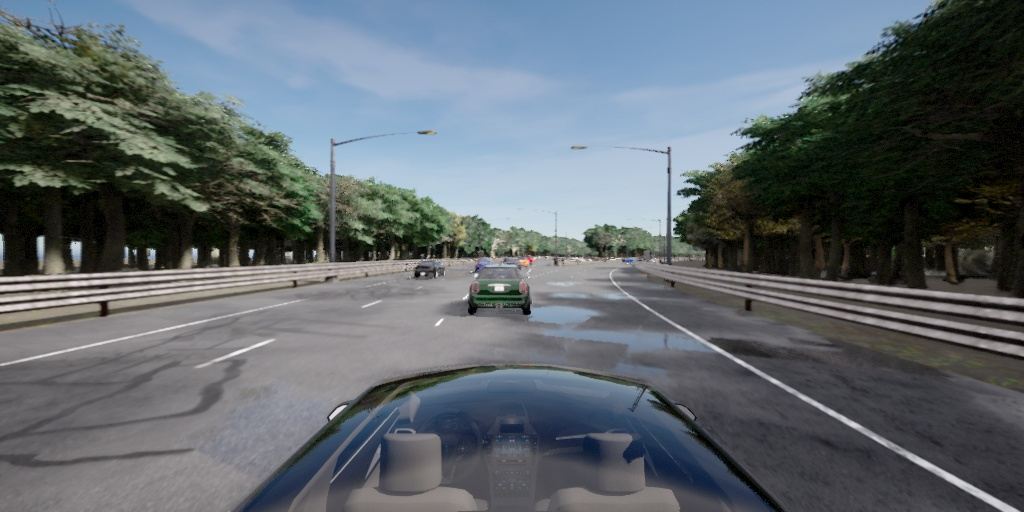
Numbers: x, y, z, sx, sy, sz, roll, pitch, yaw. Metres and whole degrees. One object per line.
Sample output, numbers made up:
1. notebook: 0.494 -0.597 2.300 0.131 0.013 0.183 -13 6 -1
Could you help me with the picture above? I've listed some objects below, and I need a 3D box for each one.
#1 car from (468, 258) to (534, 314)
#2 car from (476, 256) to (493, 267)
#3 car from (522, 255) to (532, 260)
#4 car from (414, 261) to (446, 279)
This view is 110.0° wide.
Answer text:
1. car: -0.428 1.094 13.885 2.097 1.767 4.553 0 0 0
2. car: -4.897 0.979 64.445 2.097 1.767 4.553 0 0 6
3. car: 1.757 1.008 61.284 2.097 1.767 4.553 0 0 6
4. car: -7.166 1.187 31.628 1.837 1.490 4.892 0 0 2
